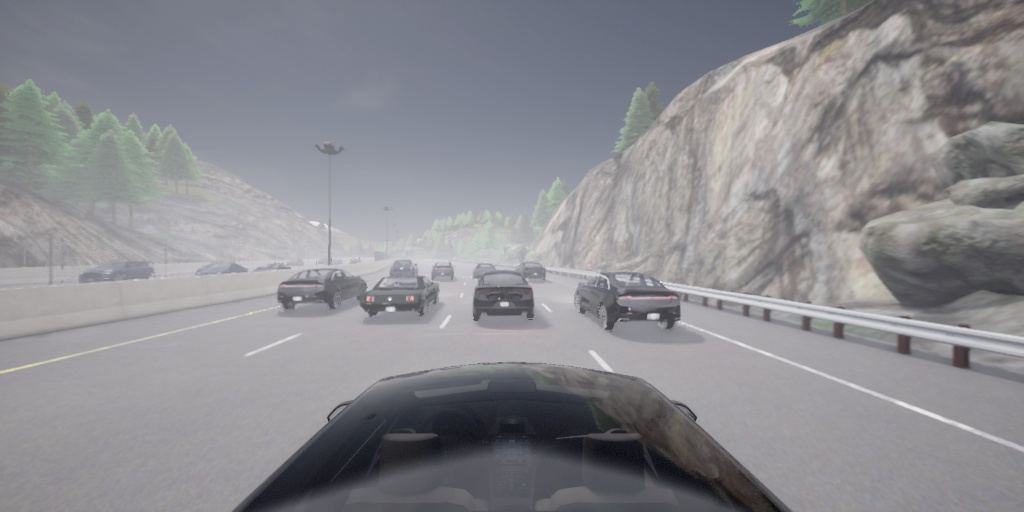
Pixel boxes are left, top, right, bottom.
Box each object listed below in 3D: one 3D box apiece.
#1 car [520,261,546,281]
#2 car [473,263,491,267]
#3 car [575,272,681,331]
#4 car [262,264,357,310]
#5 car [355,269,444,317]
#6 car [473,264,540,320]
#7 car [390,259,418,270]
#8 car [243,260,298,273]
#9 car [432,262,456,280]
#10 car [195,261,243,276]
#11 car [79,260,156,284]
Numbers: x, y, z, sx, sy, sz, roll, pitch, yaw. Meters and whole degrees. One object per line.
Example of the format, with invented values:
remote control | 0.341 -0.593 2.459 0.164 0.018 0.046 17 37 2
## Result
car | 1.420 1.193 29.289 1.882 1.535 5.008 0 0 -8
car | -2.296 1.286 30.436 1.994 1.385 4.181 0 0 -8
car | 3.243 1.224 10.950 2.128 1.511 4.902 0 0 -3
car | -7.502 1.242 14.662 2.128 1.511 4.902 0 0 -4
car | -3.872 1.346 13.260 1.895 1.301 4.718 0 0 -4
car | -0.358 1.216 12.665 1.882 1.535 5.008 0 0 -3
car | -9.779 1.087 32.734 2.097 1.767 4.553 0 0 -10
car | -20.190 1.323 30.266 1.994 1.385 4.181 0 0 -10
car | -5.951 1.220 31.176 2.128 1.511 4.902 0 0 -9
car | -23.596 1.293 29.486 1.812 1.442 4.674 0 0 -10
car | -30.414 1.136 27.797 2.097 1.767 4.553 0 0 -10
